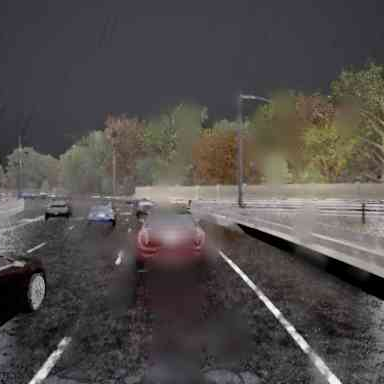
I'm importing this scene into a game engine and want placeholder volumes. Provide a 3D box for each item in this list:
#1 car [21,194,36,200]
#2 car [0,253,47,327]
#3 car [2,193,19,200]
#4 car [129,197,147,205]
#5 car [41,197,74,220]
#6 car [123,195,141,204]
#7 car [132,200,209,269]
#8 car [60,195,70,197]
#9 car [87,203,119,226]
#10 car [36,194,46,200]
[{"bbox_3d":[-41.258,1.168,82.082,5.008,1.535,1.882,0,0,39],"label":"car"},{"bbox_3d":[-3.696,1.488,4.648,2.128,1.511,4.902,0,0,-3],"label":"car"},{"bbox_3d":[-43.553,1.210,79.440,4.892,1.490,1.837,0,0,39],"label":"car"},{"bbox_3d":[-4.157,1.428,29.313,1.812,1.442,4.674,0,0,-16],"label":"car"},{"bbox_3d":[-10.896,1.425,27.461,2.128,1.511,4.902,0,0,-16],"label":"car"},{"bbox_3d":[-7.846,1.205,45.955,1.812,1.442,4.674,0,0,-40],"label":"car"},{"bbox_3d":[-0.740,1.310,11.258,2.097,1.767,4.553,0,0,-5],"label":"car"},{"bbox_3d":[-28.378,1.215,74.168,1.812,1.442,4.674,0,0,-41],"label":"car"},{"bbox_3d":[-6.115,1.481,22.966,2.033,1.411,5.357,0,0,-12],"label":"car"},{"bbox_3d":[-38.963,1.171,84.725,4.892,1.490,1.837,0,0,39],"label":"car"}]
